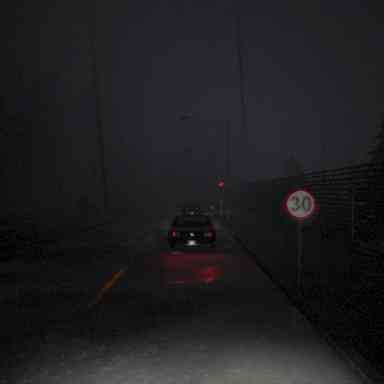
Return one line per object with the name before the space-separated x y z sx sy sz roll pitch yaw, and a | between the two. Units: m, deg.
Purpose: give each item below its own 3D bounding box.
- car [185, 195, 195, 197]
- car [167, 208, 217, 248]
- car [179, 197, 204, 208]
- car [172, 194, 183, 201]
car | 0.000 1.423 84.030 2.033 1.411 5.357 0 0 0
car | 0.000 1.614 14.680 1.895 1.301 4.718 0 0 0
car | 0.000 1.515 29.650 1.837 1.490 4.892 0 0 0
car | -4.000 1.474 87.792 1.882 1.535 5.008 0 0 0
